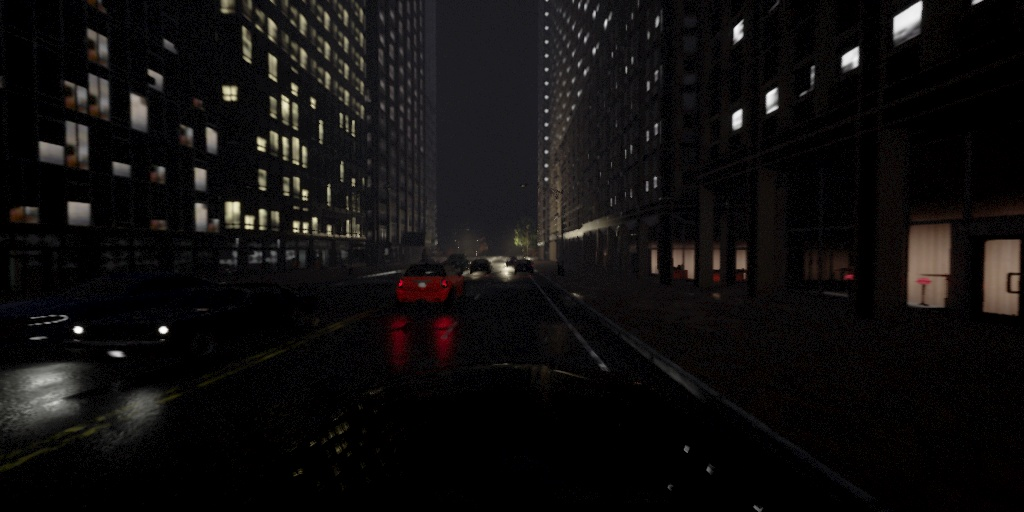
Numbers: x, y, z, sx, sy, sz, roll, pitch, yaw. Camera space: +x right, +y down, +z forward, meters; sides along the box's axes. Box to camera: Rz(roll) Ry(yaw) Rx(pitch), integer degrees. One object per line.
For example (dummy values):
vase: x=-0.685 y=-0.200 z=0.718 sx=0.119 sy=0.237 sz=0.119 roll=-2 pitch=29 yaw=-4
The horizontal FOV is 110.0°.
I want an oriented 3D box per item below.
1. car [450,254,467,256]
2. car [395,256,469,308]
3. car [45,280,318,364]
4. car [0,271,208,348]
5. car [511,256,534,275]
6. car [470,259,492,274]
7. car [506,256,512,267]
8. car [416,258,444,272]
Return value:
car: x=-6.568 y=0.718 z=43.251 sx=2.150 sy=2.045 sz=5.566 roll=0 pitch=0 yaw=0
car: x=-3.167 y=1.024 z=14.844 sx=2.097 sy=1.767 sz=4.553 roll=0 pitch=0 yaw=0
car: x=-6.563 y=1.313 z=8.168 sx=1.895 sy=1.301 sz=4.718 roll=0 pitch=0 yaw=0
car: x=-9.806 y=1.182 z=9.264 sx=1.882 sy=1.535 sz=5.008 roll=0 pitch=0 yaw=1
car: x=1.142 y=1.022 z=35.941 sx=1.882 sy=1.535 sz=5.008 roll=0 pitch=0 yaw=0
car: x=-3.149 y=1.014 z=37.015 sx=1.882 sy=1.535 sz=5.008 roll=0 pitch=1 yaw=0
car: x=0.014 y=0.916 z=54.715 sx=2.128 sy=1.511 sz=4.902 roll=0 pitch=0 yaw=0
car: x=-9.814 y=1.043 z=43.329 sx=2.033 sy=1.411 sz=5.357 roll=0 pitch=0 yaw=0
